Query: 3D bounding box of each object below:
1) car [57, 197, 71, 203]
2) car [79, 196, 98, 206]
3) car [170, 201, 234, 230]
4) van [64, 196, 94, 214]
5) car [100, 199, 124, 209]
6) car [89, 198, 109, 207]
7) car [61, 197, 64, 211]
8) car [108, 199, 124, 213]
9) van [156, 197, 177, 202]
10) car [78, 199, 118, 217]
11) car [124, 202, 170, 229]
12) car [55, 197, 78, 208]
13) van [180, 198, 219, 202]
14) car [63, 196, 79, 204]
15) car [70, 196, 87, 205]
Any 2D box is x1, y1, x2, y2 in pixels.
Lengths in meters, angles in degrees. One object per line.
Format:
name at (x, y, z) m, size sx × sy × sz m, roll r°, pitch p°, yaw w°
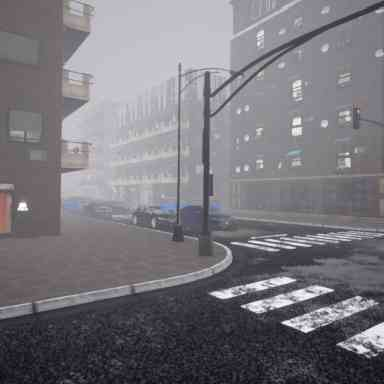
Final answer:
car at (-27.782, 1.728, 72.102) m, size 1.887 × 1.381 × 4.507 m, roll 1°, pitch -1°, yaw -35°
car at (-18.227, 1.598, 58.305) m, size 1.967 × 1.590 × 4.097 m, roll 1°, pitch -1°, yaw -35°
car at (0.713, 1.542, 21.462) m, size 1.812 × 1.442 × 4.674 m, roll 1°, pitch -1°, yaw -35°
van at (-11.966, 1.362, 35.423) m, size 1.690 × 1.788 × 3.998 m, roll 1°, pitch -1°, yaw -35°
car at (-11.859, 1.684, 49.106) m, size 1.887 × 1.381 × 4.507 m, roll 1°, pitch -1°, yaw -35°
car at (-15.043, 1.731, 53.704) m, size 1.802 × 1.307 × 4.206 m, roll 1°, pitch -1°, yaw -35°
car at (-15.153, 1.581, 40.020) m, size 2.008 × 1.369 × 4.403 m, roll 1°, pitch -1°, yaw -35°
car at (-8.105, 1.609, 34.181) m, size 1.994 × 1.385 × 4.181 m, roll 1°, pitch -1°, yaw -35°
van at (-2.303, 1.450, 35.309) m, size 1.690 × 1.788 × 3.998 m, roll 1°, pitch -1°, yaw -35°
car at (-8.784, 1.592, 30.821) m, size 1.802 × 1.307 × 4.206 m, roll 1°, pitch -1°, yaw -35°
car at (-2.414, 1.540, 21.623) m, size 2.008 × 1.369 × 4.403 m, roll 1°, pitch -1°, yaw -35°
car at (-18.924, 1.595, 49.975) m, size 2.128 × 1.511 × 4.902 m, roll 1°, pitch -1°, yaw -35°
van at (0.882, 1.440, 30.709) m, size 1.690 × 1.788 × 3.998 m, roll 1°, pitch -1°, yaw -35°
car at (-24.596, 1.615, 67.504) m, size 1.967 × 1.590 × 4.097 m, roll 1°, pitch -1°, yaw -35°
car at (-21.411, 1.607, 62.904) m, size 1.967 × 1.590 × 4.097 m, roll 1°, pitch -1°, yaw -35°
